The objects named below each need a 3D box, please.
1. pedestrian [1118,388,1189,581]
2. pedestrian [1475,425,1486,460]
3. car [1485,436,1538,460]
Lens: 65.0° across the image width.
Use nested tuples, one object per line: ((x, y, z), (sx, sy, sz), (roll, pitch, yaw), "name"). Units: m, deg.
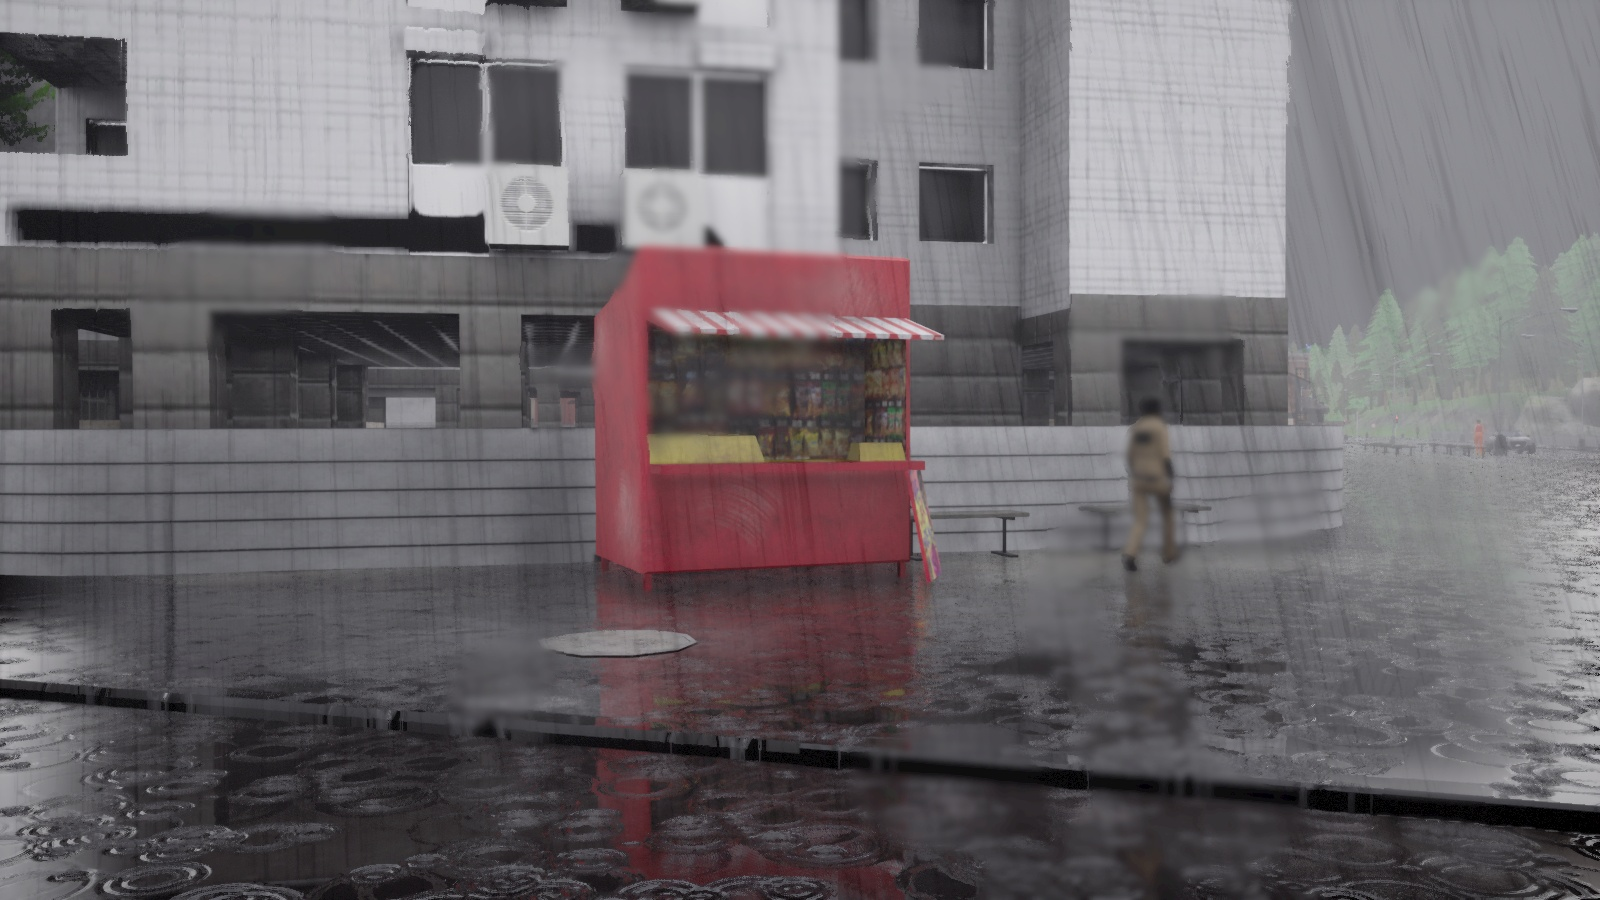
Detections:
((3.661, 0.342, 12.997), (0.692, 1.930, 0.396), (-1, 1, -44), "pedestrian")
((35.922, -0.391, 66.318), (0.345, 1.836, 0.594), (0, 1, 13), "pedestrian")
((42.607, -0.155, 75.272), (1.994, 1.385, 4.181), (1, 1, 18), "car")
